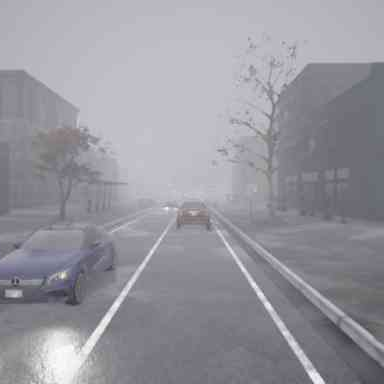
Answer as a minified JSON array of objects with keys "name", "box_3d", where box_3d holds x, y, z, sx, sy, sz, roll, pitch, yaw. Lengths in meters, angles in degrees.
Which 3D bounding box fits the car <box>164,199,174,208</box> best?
[{"name":"car","box_3d":[-3.080,1.731,50.726,1.994,1.385,4.181,0,-1,0]}]

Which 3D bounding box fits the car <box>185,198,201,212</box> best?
[{"name":"car","box_3d":[0.092,1.529,40.450,1.837,1.490,4.892,0,-1,0]}]

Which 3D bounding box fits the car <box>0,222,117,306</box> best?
[{"name":"car","box_3d":[-3.113,1.525,8.167,1.812,1.442,4.674,0,0,0]}]

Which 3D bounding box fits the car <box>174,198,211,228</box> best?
[{"name":"car","box_3d":[0.094,1.352,22.034,2.097,1.767,4.553,0,0,0]}]
